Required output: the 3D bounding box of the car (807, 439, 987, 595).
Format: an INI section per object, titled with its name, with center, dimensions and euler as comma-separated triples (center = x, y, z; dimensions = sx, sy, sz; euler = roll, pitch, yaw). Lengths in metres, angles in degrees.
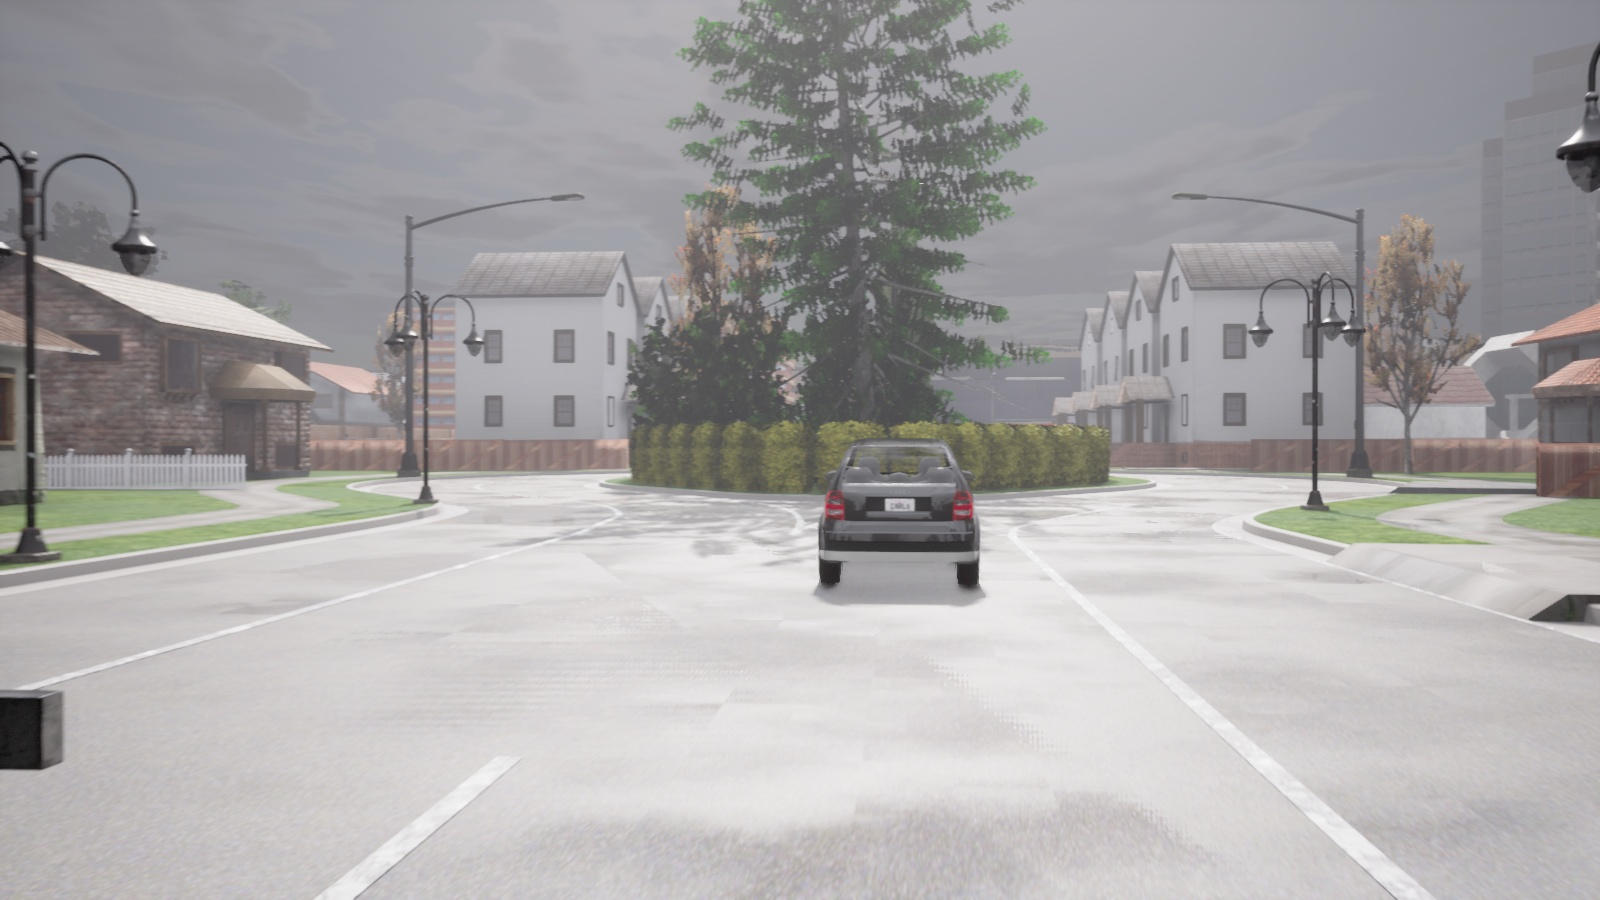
[car]
center = 1.114, 0.649, 14.401
dimensions = 1.789, 1.549, 3.705
euler = 0, 0, 5
